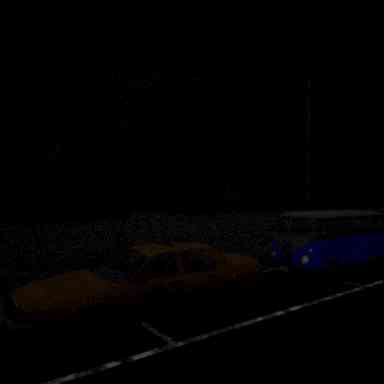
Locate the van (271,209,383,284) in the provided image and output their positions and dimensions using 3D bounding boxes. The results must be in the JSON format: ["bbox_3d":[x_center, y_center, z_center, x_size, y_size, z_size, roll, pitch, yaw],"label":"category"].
[{"bbox_3d":[3.985,1.415,9.508,3.998,1.788,1.690,1,-1,-36],"label":"van"}]

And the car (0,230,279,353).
[{"bbox_3d":[-0.742,1.550,6.126,4.829,1.417,1.752,1,-1,-36],"label":"car"}]
